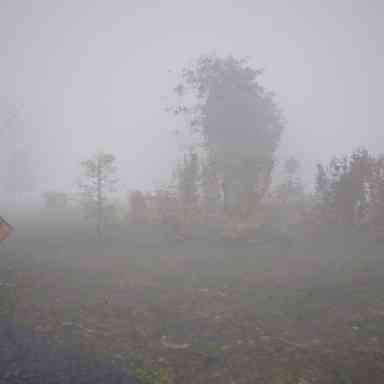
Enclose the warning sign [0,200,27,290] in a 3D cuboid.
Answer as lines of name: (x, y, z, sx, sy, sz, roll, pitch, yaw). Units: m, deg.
warning sign: (-4.510, 1.117, 7.167, 1.060, 1.860, 1.300, 1, 0, 35)
